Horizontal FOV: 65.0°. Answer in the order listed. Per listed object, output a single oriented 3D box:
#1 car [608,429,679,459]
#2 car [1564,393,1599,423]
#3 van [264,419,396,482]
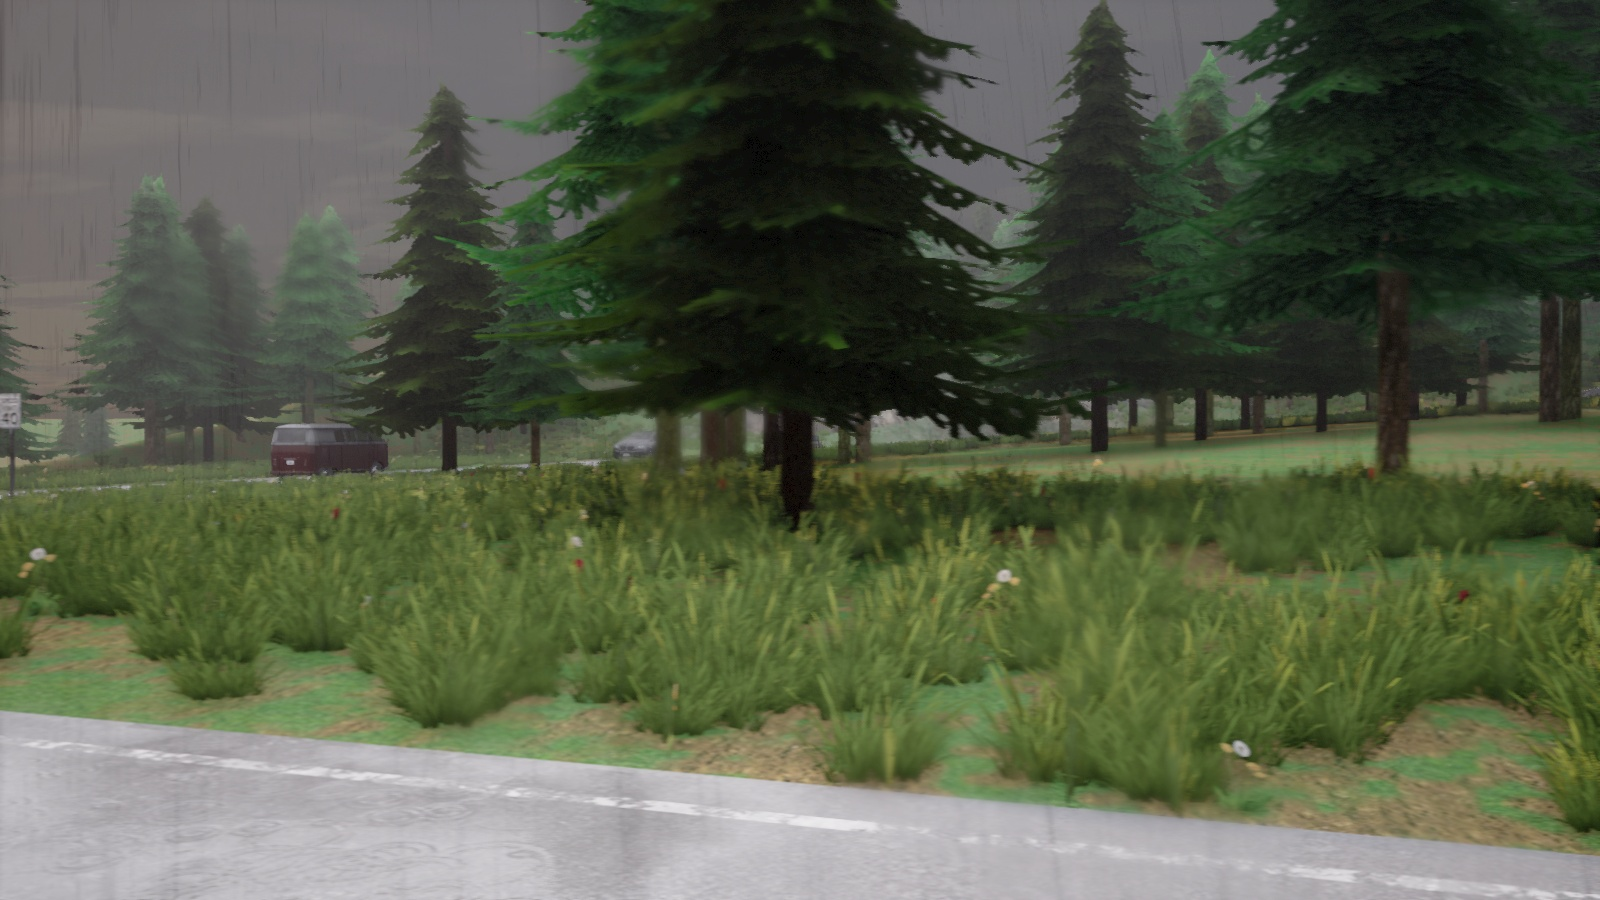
[{"bbox_3d":[-9.046,-0.392,72.969,2.242,1.667,4.611,1,1,20],"label":"car"},{"bbox_3d":[45.467,-2.460,69.768,4.892,1.490,1.837,-6,-3,37],"label":"car"},{"bbox_3d":[-15.709,-0.017,42.246,1.775,1.987,4.442,1,1,18],"label":"van"}]
